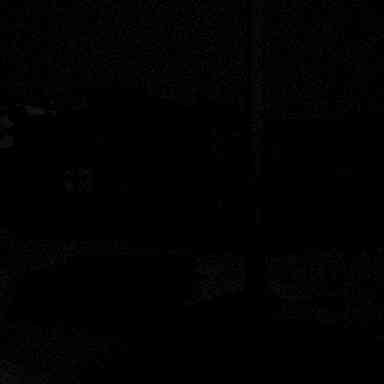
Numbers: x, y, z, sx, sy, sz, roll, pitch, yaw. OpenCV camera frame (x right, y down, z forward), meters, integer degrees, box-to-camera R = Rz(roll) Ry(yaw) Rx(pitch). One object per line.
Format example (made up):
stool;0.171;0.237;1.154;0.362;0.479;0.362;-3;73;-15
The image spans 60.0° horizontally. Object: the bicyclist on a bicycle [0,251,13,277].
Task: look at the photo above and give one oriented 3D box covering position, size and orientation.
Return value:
bicyclist on a bicycle;-5.174;1.375;8.026;0.582;1.620;1.656;0;0;36
